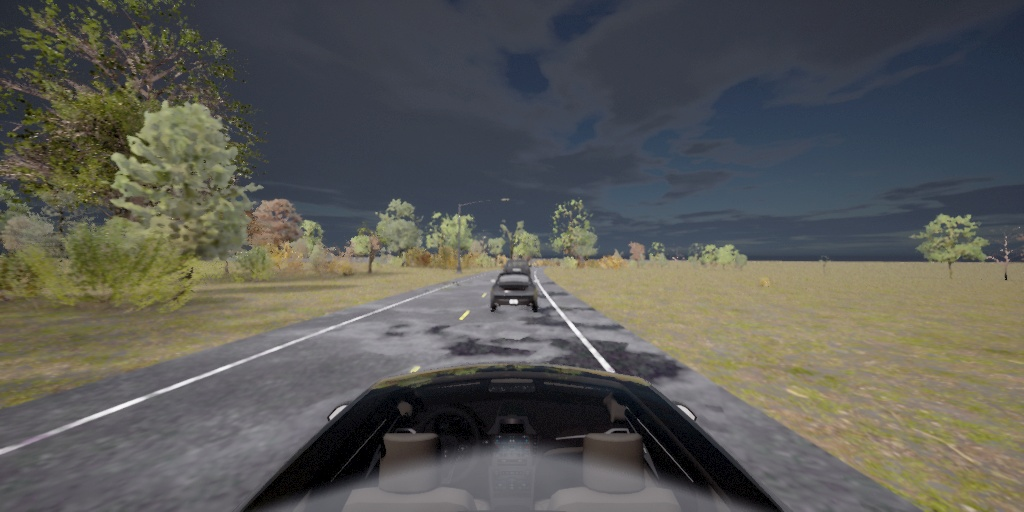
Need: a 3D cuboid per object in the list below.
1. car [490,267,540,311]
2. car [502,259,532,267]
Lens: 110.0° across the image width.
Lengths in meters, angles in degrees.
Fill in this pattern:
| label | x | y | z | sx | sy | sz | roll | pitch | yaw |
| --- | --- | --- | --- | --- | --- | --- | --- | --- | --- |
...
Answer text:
| label | x | y | z | sx | sy | sz | roll | pitch | yaw |
| --- | --- | --- | --- | --- | --- | --- | --- | --- | --- |
| car | 0.121 | 1.401 | 15.310 | 1.837 | 1.490 | 4.892 | 0 | 0 | 1 |
| car | 0.458 | 1.289 | 29.334 | 2.150 | 2.045 | 5.566 | 0 | 0 | 2 |
